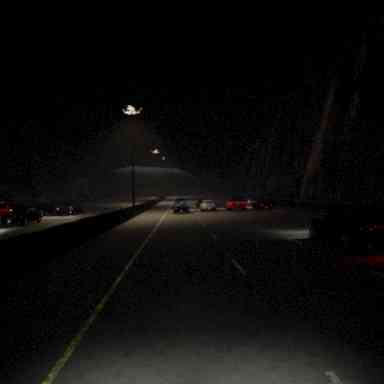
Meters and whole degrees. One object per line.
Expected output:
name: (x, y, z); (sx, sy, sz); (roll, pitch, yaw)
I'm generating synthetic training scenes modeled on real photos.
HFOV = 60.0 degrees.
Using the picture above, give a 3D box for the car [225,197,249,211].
car: (5.511, 1.436, 42.638); (2.097, 1.767, 4.553); (-2, 0, -2)

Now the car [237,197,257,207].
car: (8.656, 1.504, 52.789); (2.033, 1.411, 5.357); (-2, 0, -2)

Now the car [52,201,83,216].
car: (-15.517, 2.032, 42.237); (2.097, 1.767, 4.553); (-2, 0, -1)

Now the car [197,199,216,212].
car: (2.019, 1.709, 42.539); (1.812, 1.442, 4.674); (-2, 0, -2)

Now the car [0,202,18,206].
car: (-18.657, 1.993, 30.407); (2.150, 2.045, 5.566); (-2, 0, -2)

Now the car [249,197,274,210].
car: (9.012, 1.585, 42.822); (1.895, 1.301, 4.718); (-2, 0, -2)

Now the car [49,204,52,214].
car: (-19.019, 2.286, 42.548); (1.837, 1.490, 4.892); (-2, 0, -1)

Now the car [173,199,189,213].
car: (-1.311, 1.883, 40.576); (1.895, 1.301, 4.718); (-2, 0, -2)

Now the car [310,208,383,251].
car: (6.652, 1.424, 13.981); (1.882, 1.535, 5.008); (-2, 0, -2)

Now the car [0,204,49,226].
car: (-15.132, 2.161, 29.912); (2.128, 1.511, 4.902); (-2, 0, -2)
